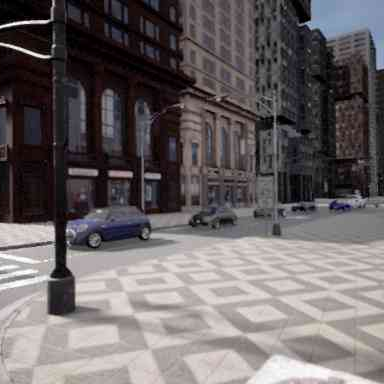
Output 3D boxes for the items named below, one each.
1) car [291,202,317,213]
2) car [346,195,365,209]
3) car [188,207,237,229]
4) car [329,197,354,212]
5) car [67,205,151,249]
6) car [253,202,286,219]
[{"bbox_3d":[13.692,1.865,40.590,1.895,1.301,4.718,-1,-1,36],"label":"car"},{"bbox_3d":[24.844,1.482,50.834,2.150,2.045,5.566,-1,-1,37],"label":"car"},{"bbox_3d":[1.549,1.772,23.663,1.994,1.385,4.181,-1,-1,36],"label":"car"},{"bbox_3d":[18.915,1.713,42.492,1.882,1.535,5.008,-1,-1,36],"label":"car"},{"bbox_3d":[-4.088,1.531,15.822,2.097,1.767,4.553,-1,-1,37],"label":"car"},{"bbox_3d":[7.505,1.742,31.992,1.837,1.490,4.892,-1,-1,36],"label":"car"}]
